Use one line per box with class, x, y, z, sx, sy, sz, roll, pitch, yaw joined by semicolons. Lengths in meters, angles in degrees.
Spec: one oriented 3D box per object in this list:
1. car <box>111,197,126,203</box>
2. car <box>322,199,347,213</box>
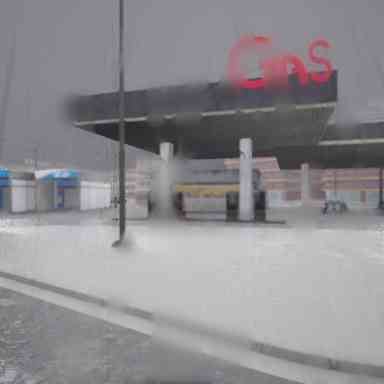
car;-17.035;1.832;75.605;4.181;1.385;1.994;0;0;-39
car;15.200;1.497;35.539;1.970;1.475;3.806;0;0;36
